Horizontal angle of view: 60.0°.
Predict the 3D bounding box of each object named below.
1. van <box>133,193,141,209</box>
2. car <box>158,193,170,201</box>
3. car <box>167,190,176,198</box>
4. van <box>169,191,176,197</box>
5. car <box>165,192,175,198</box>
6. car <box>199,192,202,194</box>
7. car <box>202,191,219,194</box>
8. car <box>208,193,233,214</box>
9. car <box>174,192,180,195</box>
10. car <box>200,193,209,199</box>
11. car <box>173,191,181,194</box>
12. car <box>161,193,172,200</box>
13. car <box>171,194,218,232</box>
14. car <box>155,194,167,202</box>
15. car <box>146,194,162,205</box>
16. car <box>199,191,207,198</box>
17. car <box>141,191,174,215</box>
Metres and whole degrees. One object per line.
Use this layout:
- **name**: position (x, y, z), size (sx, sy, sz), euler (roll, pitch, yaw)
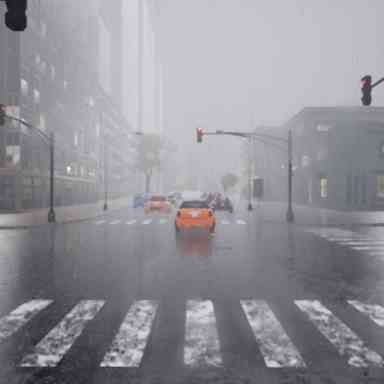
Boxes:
- **van**: position (-5.578, 1.016, 37.560), size (1.690, 1.788, 3.998), euler (1, 0, 0)
- **car**: position (-5.510, 0.995, 65.931), size (1.947, 1.339, 4.313), euler (1, 1, 0)
- **car**: position (-5.447, 0.546, 88.624), size (2.192, 1.841, 5.009), euler (1, 1, 0)
- **van**: position (-5.433, 0.523, 94.297), size (1.690, 1.788, 3.998), euler (1, 1, 0)
- **car**: position (-5.466, 0.831, 82.952), size (2.008, 1.369, 4.403), euler (1, 1, 0)
- **car**: position (2.875, 0.744, 65.946), size (2.192, 1.841, 5.009), euler (1, 1, 0)
- **car**: position (2.817, 0.942, 43.251), size (2.192, 1.841, 5.009), euler (1, 0, 0)
- **car**: position (2.786, 1.165, 31.904), size (1.967, 1.590, 4.097), euler (1, 0, 0)
- **car**: position (-2.978, 1.118, 44.686), size (1.837, 1.490, 4.892), euler (0, 1, 0)
- **car**: position (2.899, 0.896, 77.296), size (1.947, 1.339, 4.313), euler (1, 1, 0)
- **car**: position (-2.835, 0.802, 64.959), size (2.097, 1.767, 4.553), euler (0, 0, 0)
- **car**: position (-5.495, 0.945, 71.604), size (1.947, 1.339, 4.313), euler (1, 1, 0)
- **car**: position (0.147, 1.187, 19.055), size (2.097, 1.767, 4.553), euler (0, 0, 0)
- **car**: position (-5.524, 1.060, 60.257), size (1.802, 1.307, 4.206), euler (1, 1, 0)
- **car**: position (-5.552, 1.104, 48.739), size (1.752, 1.417, 4.829), euler (1, 0, 0)
- **car**: position (2.930, 0.672, 88.642), size (1.967, 1.590, 4.097), euler (1, 1, 0)
- **car**: position (-3.022, 1.091, 30.183), size (2.097, 1.767, 4.553), euler (0, 0, 0)
